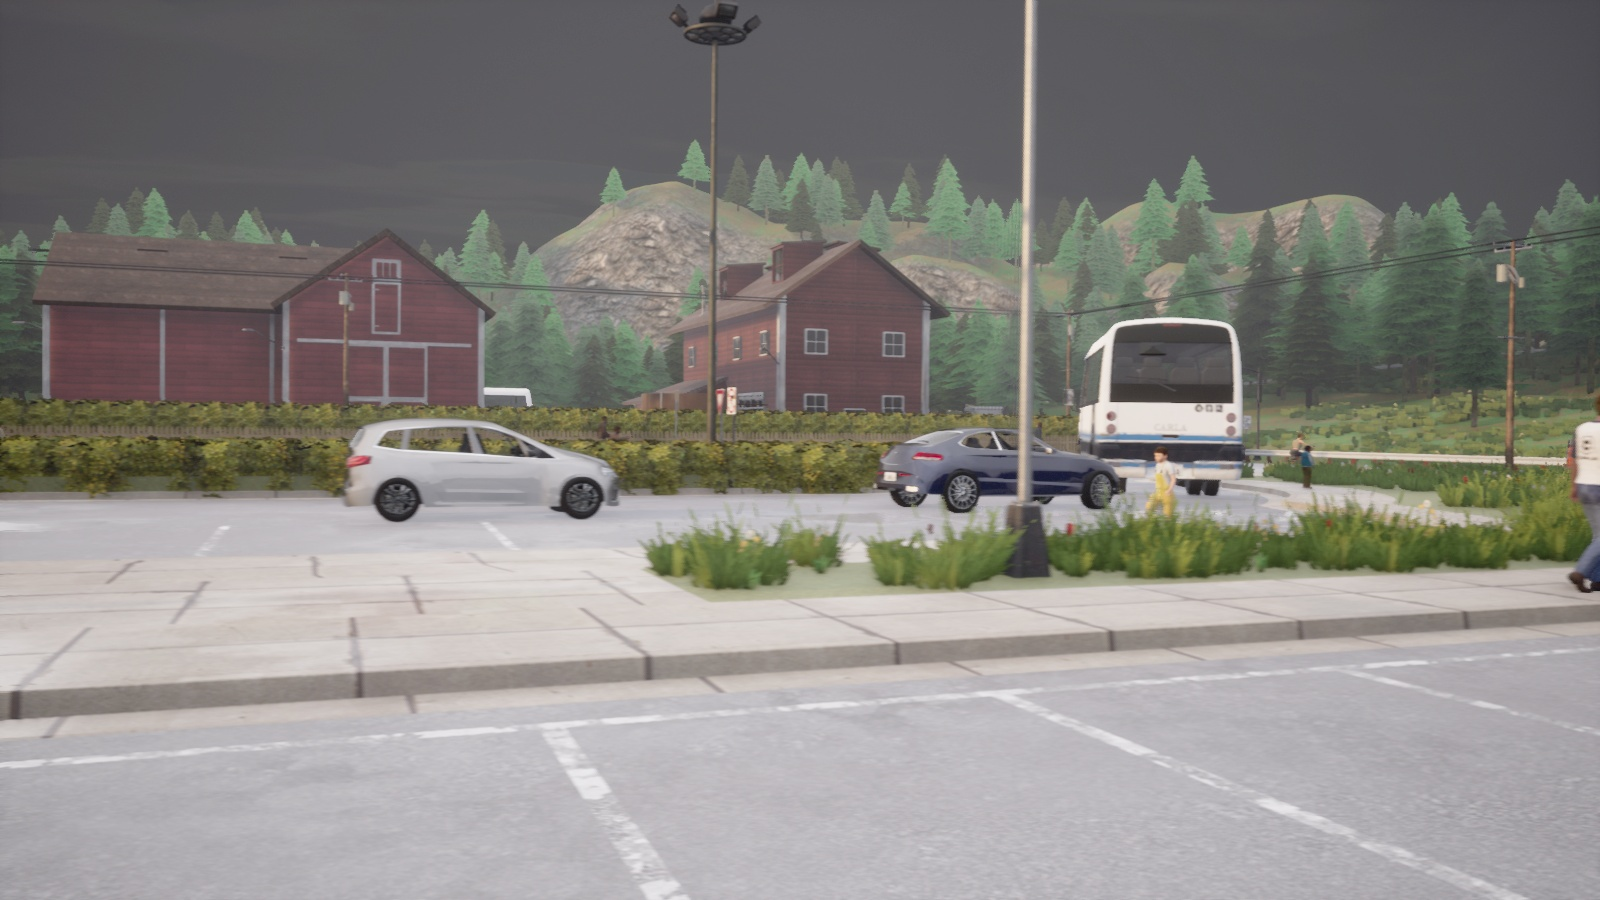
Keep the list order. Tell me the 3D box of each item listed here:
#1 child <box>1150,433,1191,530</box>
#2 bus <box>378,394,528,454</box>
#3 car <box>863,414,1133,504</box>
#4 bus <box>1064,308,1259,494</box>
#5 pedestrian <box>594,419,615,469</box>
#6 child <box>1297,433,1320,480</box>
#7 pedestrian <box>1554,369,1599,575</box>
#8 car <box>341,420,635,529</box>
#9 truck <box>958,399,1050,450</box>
[{"bbox_3d":[4.909,0.408,16.633,0.437,1.263,0.270,-1,1,-24],"label":"child"},{"bbox_3d":[-25.414,-1.942,92.075,10.273,4.253,3.944,-1,1,-20],"label":"bus"},{"bbox_3d":[4.002,0.123,25.223,5.027,1.651,2.152,-1,1,-27],"label":"car"},{"bbox_3d":[9.434,-1.237,34.228,3.944,4.253,10.273,0,1,10],"label":"bus"},{"bbox_3d":[-7.331,-0.233,47.065,0.703,1.840,0.431,-1,1,-21],"label":"pedestrian"},{"bbox_3d":[13.181,0.165,32.543,0.448,1.192,0.343,-1,1,-20],"label":"child"},{"bbox_3d":[7.296,0.189,11.407,0.706,1.836,0.354,-1,1,-9],"label":"pedestrian"},{"bbox_3d":[-5.350,0.352,21.426,4.611,1.667,2.242,-1,1,-20],"label":"car"},{"bbox_3d":[14.360,-1.789,89.020,2.891,3.462,7.936,-1,1,-20],"label":"truck"}]
